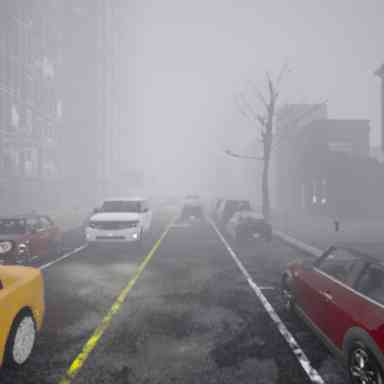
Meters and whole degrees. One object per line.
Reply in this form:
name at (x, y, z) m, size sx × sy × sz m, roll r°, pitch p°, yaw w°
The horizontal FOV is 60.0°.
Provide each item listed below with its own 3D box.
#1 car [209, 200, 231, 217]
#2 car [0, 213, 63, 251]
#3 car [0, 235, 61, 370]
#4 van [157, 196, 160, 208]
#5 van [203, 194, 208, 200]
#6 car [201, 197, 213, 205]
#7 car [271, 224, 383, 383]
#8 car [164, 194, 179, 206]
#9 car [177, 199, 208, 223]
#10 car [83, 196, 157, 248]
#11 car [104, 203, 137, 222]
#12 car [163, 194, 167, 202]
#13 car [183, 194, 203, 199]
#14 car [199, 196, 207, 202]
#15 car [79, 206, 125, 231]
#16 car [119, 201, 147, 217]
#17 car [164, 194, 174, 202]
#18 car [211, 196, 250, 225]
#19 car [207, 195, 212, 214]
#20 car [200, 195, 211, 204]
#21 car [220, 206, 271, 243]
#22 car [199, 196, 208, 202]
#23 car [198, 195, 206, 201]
car at (2.676, 1.578, 32.841) m, size 1.752 × 1.417 × 4.829 m, roll 1°, pitch 0°, yaw 0°
car at (-5.685, 1.463, 10.476) m, size 1.967 × 1.590 × 4.097 m, roll 1°, pitch 0°, yaw 0°
car at (-3.102, 1.485, 2.872) m, size 1.882 × 1.535 × 5.008 m, roll 0°, pitch 0°, yaw 0°
van at (-5.715, 1.407, 49.303) m, size 1.690 × 1.788 × 3.998 m, roll 1°, pitch 0°, yaw 0°
van at (2.661, 1.407, 54.857) m, size 1.690 × 1.788 × 3.998 m, roll 1°, pitch 0°, yaw 0°
car at (2.653, 1.634, 60.403) m, size 1.947 × 1.339 × 4.313 m, roll 1°, pitch 0°, yaw 0°
car at (2.699, 1.450, 4.938) m, size 1.967 × 1.590 × 4.097 m, roll 1°, pitch 0°, yaw 0°
car at (-3.109, 1.574, 55.663) m, size 1.837 × 1.490 × 4.892 m, roll 0°, pitch 0°, yaw 0°
car at (0.040, 1.551, 26.189) m, size 1.837 × 1.490 × 4.892 m, roll 0°, pitch 0°, yaw 0°
car at (-3.099, 1.253, 15.367) m, size 2.150 × 2.045 × 5.566 m, roll 0°, pitch 0°, yaw 0°
car at (-5.700, 1.631, 27.117) m, size 1.802 × 1.307 × 4.206 m, roll 1°, pitch 0°, yaw 0°
car at (-5.741, 1.653, 77.034) m, size 1.802 × 1.307 × 4.206 m, roll 1°, pitch 0°, yaw 0°
car at (0.043, 1.284, 44.074) m, size 2.150 × 2.045 × 5.566 m, roll 0°, pitch 0°, yaw 0°
car at (2.635, 1.649, 82.588) m, size 1.802 × 1.307 × 4.206 m, roll 1°, pitch 0°, yaw 0°
car at (-5.696, 1.623, 21.568) m, size 1.802 × 1.307 × 4.206 m, roll 1°, pitch 0°, yaw 0°
car at (-5.704, 1.599, 32.663) m, size 1.887 × 1.381 × 4.507 m, roll 1°, pitch 0°, yaw 0°
car at (-5.741, 1.384, 82.580) m, size 2.192 × 1.841 × 5.009 m, roll 1°, pitch 0°, yaw 0°
car at (2.688, 1.354, 21.576) m, size 2.192 × 1.841 × 5.009 m, roll 1°, pitch 0°, yaw 0°
car at (2.684, 1.361, 27.124) m, size 2.192 × 1.841 × 5.009 m, roll 1°, pitch 0°, yaw 0°
car at (2.650, 1.509, 65.949) m, size 1.967 × 1.590 × 4.097 m, roll 1°, pitch 0°, yaw 0°
car at (2.689, 1.581, 16.029) m, size 2.008 × 1.369 × 4.403 m, roll 1°, pitch 0°, yaw 0°
car at (2.640, 1.613, 77.043) m, size 1.887 × 1.381 × 4.507 m, roll 1°, pitch 0°, yaw 0°
car at (2.631, 1.590, 88.304) m, size 1.752 × 1.417 × 4.829 m, roll 1°, pitch 0°, yaw 0°
